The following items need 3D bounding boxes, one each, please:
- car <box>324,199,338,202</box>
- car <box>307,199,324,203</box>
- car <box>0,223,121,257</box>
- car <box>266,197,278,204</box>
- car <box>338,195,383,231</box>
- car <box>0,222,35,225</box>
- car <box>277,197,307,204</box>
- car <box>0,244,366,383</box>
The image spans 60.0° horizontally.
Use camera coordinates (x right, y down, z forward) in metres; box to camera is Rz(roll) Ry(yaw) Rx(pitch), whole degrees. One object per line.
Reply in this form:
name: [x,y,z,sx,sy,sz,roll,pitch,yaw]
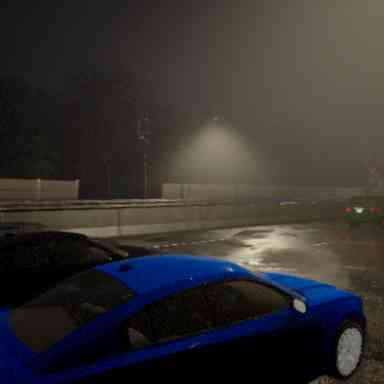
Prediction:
car: [17.813,1.477,38.165,4.902,1.511,2.128,0,0,-35]
car: [16.849,1.551,41.766,4.181,1.385,1.994,0,0,-35]
car: [-2.495,1.475,6.263,5.008,1.535,1.882,0,0,-36]
car: [12.677,1.463,47.383,5.008,1.535,1.882,0,0,-35]
car: [11.862,1.205,20.801,5.566,2.045,2.150,0,0,-35]
car: [-4.618,1.545,9.051,5.357,1.411,2.033,0,0,-35]
car: [13.936,1.586,43.994,4.718,1.301,1.895,0,0,-35]
car: [0.022,1.475,3.759,5.008,1.535,1.882,0,0,-35]
